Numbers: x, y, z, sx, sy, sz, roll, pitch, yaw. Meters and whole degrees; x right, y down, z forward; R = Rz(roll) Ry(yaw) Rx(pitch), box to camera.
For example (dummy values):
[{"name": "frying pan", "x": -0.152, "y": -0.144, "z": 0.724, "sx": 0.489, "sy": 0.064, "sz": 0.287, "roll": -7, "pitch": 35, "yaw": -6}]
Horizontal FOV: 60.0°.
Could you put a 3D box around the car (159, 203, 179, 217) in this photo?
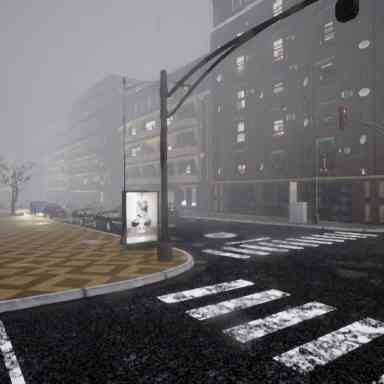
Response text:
[{"name": "car", "x": -3.132, "y": 1.824, "z": 34.506, "sx": 1.967, "sy": 1.590, "sz": 4.097, "roll": -2, "pitch": 0, "yaw": -36}]

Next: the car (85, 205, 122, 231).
[{"name": "car", "x": -5.554, "y": 1.888, "z": 23.119, "sx": 2.008, "sy": 1.369, "sz": 4.403, "roll": -2, "pitch": 0, "yaw": -36}]

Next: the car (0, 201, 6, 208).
[{"name": "car", "x": -44.614, "y": 2.863, "z": 77.348, "sx": 1.887, "sy": 1.381, "sz": 4.507, "roll": -2, "pitch": 0, "yaw": -36}]

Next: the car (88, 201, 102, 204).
[{"name": "car", "x": -14.977, "y": 2.119, "z": 50.672, "sx": 1.967, "sy": 1.590, "sz": 4.097, "roll": -2, "pitch": 0, "yaw": -36}]

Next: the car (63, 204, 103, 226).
[{"name": "car", "x": -8.818, "y": 1.969, "z": 27.632, "sx": 2.008, "sy": 1.369, "sz": 4.403, "roll": -2, "pitch": 0, "yaw": -36}]

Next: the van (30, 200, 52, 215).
[{"name": "van", "x": -19.811, "y": 2.035, "z": 42.997, "sx": 1.690, "sy": 1.788, "sz": 3.998, "roll": -2, "pitch": 0, "yaw": -36}]

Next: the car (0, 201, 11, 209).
[{"name": "car", "x": -38.087, "y": 2.704, "z": 68.323, "sx": 2.008, "sy": 1.369, "sz": 4.403, "roll": -2, "pitch": 0, "yaw": -36}]

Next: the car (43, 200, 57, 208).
[{"name": "car", "x": -31.299, "y": 2.528, "z": 73.233, "sx": 1.967, "sy": 1.590, "sz": 4.097, "roll": -2, "pitch": 0, "yaw": -36}]

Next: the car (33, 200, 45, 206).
[{"name": "car", "x": -37.824, "y": 2.798, "z": 82.258, "sx": 1.887, "sy": 1.381, "sz": 4.507, "roll": -2, "pitch": 0, "yaw": -36}]

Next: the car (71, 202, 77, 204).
[{"name": "car", "x": -21.505, "y": 2.424, "z": 59.695, "sx": 1.802, "sy": 1.307, "sz": 4.206, "roll": -2, "pitch": 0, "yaw": -36}]

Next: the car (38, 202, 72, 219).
[{"name": "car", "x": -14.893, "y": 2.115, "z": 36.109, "sx": 1.887, "sy": 1.381, "sz": 4.507, "roll": -2, "pitch": 0, "yaw": -36}]

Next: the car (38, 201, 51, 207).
[{"name": "car", "x": -34.559, "y": 2.736, "z": 77.745, "sx": 1.947, "sy": 1.339, "sz": 4.313, "roll": -2, "pitch": 0, "yaw": -36}]

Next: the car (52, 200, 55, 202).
[{"name": "car", "x": -25.350, "y": 2.470, "z": 60.605, "sx": 1.994, "sy": 1.385, "sz": 4.181, "roll": -1, "pitch": -1, "yaw": -36}]
